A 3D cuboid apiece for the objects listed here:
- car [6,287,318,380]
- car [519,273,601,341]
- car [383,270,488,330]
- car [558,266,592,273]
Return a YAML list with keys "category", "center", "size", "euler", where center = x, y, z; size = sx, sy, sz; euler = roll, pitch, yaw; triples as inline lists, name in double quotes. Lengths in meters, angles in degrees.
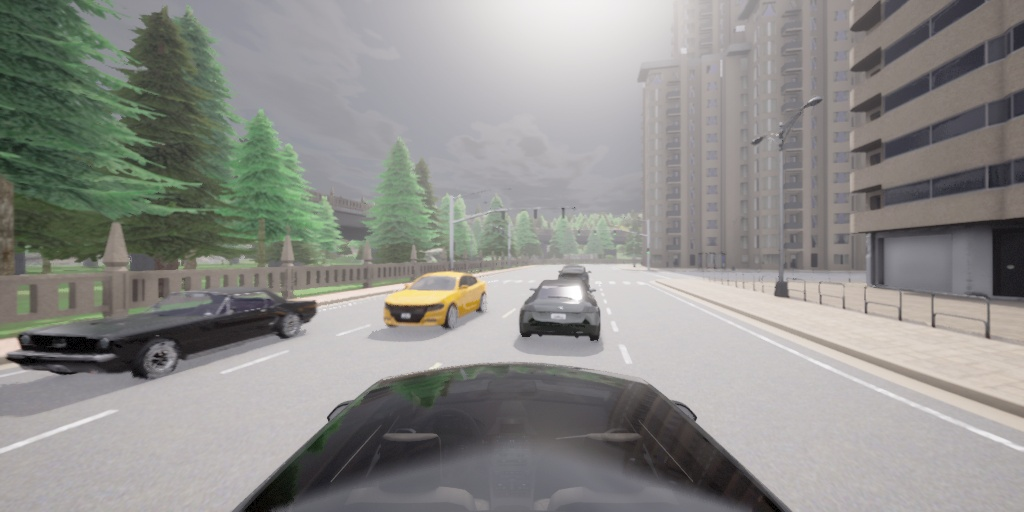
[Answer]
- category: "car"
  center: [-6.423, 1.368, 7.498]
  size: [1.895, 1.301, 4.718]
  euler: [0, 0, 8]
- category: "car"
  center: [1.410, 1.347, 10.120]
  size: [1.994, 1.385, 4.181]
  euler: [0, 0, 10]
- category: "car"
  center: [-2.203, 1.264, 11.581]
  size: [1.882, 1.535, 5.008]
  euler: [0, 0, 12]
- category: "car"
  center: [3.948, 1.339, 22.761]
  size: [1.837, 1.490, 4.892]
  euler: [0, 0, 12]
